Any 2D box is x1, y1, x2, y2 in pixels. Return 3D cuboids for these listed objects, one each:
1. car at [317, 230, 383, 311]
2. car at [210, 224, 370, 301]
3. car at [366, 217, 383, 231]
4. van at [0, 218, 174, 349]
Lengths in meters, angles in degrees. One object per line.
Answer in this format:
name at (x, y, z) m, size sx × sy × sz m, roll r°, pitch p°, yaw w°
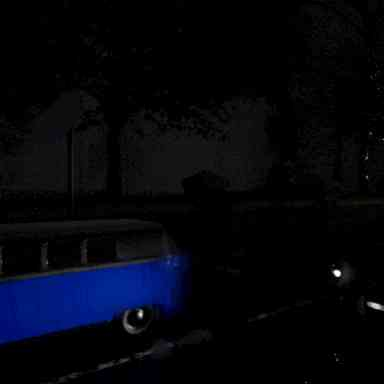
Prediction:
car at (4.863, 1.588, 6.843) m, size 4.718 × 1.301 × 1.895 m, roll 0°, pitch 0°, yaw -35°
car at (2.386, 1.572, 8.260) m, size 4.206 × 1.307 × 1.802 m, roll 0°, pitch 0°, yaw -35°
car at (6.971, 1.526, 11.528) m, size 4.507 × 1.381 × 1.887 m, roll 0°, pitch 0°, yaw -35°
van at (-2.199, 1.340, 4.991) m, size 3.998 × 1.788 × 1.690 m, roll 0°, pitch 0°, yaw -35°
